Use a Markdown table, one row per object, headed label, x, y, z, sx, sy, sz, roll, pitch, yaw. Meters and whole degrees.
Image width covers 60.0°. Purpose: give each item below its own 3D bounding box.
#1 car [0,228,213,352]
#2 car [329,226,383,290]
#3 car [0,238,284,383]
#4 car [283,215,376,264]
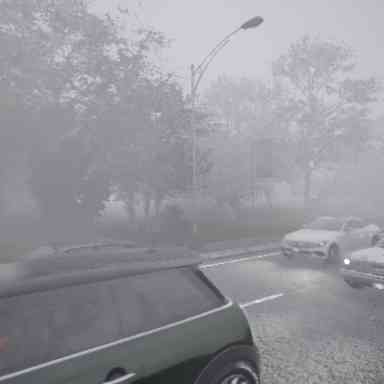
| label | x | y | z | sx | sy | sz | roll | pitch | yaw |
| --- | --- | --- | --- | --- | --- | --- | --- | --- | --- |
| car | -2.285 | 1.680 | 6.651 | 5.357 | 1.411 | 2.033 | 0 | -1 | -37 |
| car | 5.648 | 1.635 | 8.226 | 4.718 | 1.301 | 1.895 | 0 | -1 | -37 |
| car | -1.551 | 1.421 | 2.830 | 4.553 | 1.767 | 2.097 | 0 | -1 | -37 |
| car | 5.281 | 1.621 | 12.327 | 4.674 | 1.442 | 1.812 | 0 | -1 | -37 |
